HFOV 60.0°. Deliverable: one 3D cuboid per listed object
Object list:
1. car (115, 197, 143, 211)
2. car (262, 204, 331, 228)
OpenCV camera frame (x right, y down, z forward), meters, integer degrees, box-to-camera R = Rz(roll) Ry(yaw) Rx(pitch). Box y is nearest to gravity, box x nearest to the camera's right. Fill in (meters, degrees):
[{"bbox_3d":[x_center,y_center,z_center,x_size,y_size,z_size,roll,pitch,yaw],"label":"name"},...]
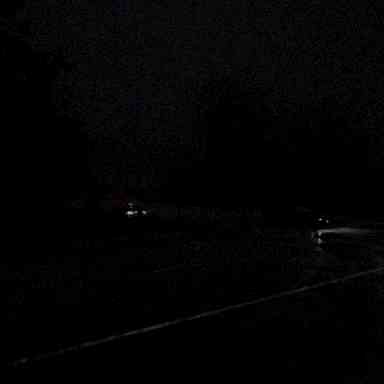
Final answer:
[{"bbox_3d":[-8.042,1.445,42.371,2.097,1.767,4.553,0,0,-38],"label":"car"},{"bbox_3d":[7.144,1.638,23.131,1.837,1.490,4.892,0,0,-38],"label":"car"}]
